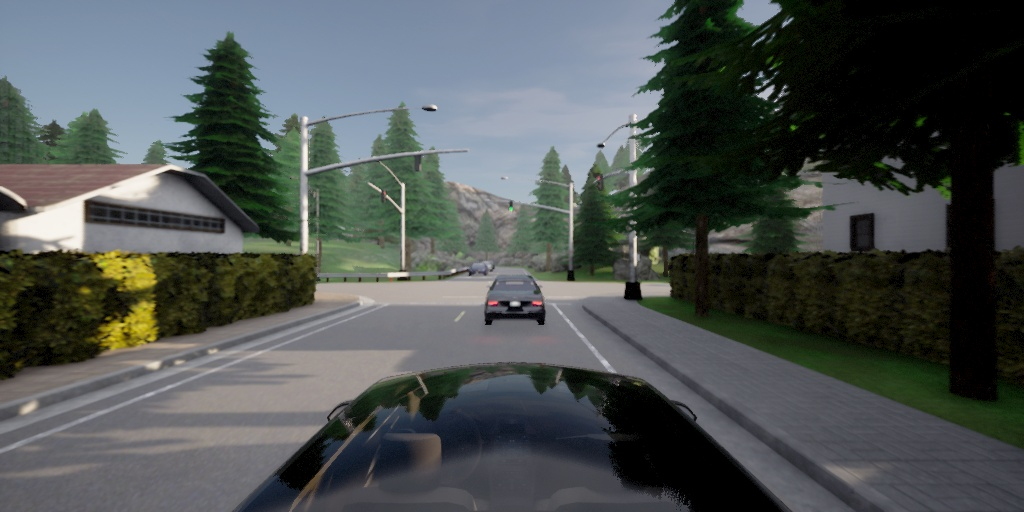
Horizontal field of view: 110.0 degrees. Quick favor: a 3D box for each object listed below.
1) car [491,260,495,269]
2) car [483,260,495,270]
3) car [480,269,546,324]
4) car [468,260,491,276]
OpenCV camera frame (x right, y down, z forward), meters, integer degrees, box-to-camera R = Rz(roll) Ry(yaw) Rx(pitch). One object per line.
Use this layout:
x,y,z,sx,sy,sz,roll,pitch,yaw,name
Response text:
-3.609,1.433,49.058,1.812,1.442,4.674,0,0,0,car
-3.811,1.419,59.099,1.882,1.535,5.008,0,0,-4,car
0.087,1.332,12.104,2.033,1.411,5.357,0,0,0,car
-3.606,1.400,39.041,1.812,1.442,4.674,0,0,0,car
